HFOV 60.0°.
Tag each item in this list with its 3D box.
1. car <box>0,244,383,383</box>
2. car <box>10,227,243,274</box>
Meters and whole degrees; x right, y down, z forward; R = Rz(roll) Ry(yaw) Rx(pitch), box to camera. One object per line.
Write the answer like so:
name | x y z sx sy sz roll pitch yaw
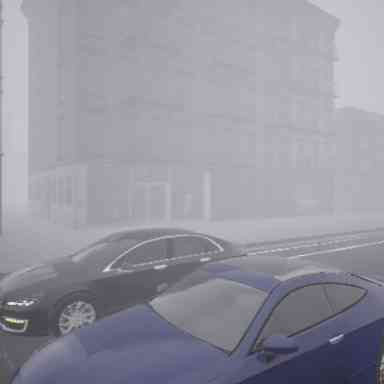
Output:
car | 0.620 1.524 3.636 4.674 1.442 1.812 0 0 -35
car | -0.995 1.494 6.474 4.892 1.490 1.837 0 0 -35
